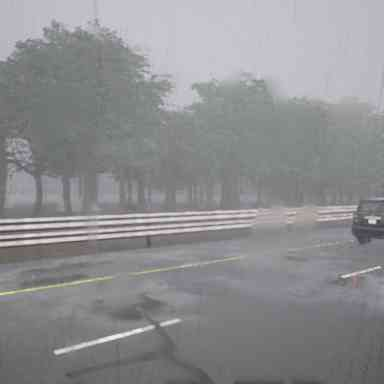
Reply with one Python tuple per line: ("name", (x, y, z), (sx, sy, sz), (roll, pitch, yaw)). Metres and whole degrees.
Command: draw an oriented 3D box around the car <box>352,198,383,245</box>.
("car", (9.298, 1.270, 14.672), (5.566, 2.045, 2.150), (0, 0, -35))
